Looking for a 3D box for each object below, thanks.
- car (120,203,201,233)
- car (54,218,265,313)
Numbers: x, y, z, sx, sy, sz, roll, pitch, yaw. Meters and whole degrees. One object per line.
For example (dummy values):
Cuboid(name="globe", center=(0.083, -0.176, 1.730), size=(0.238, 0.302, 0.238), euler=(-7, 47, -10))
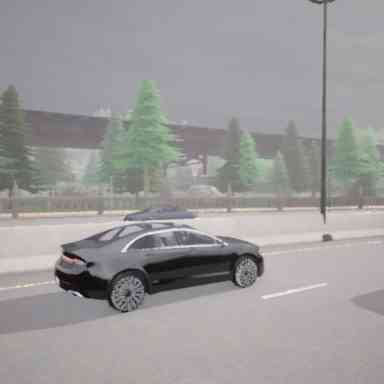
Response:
Cuboid(name="car", center=(-1.785, 1.421, 19.212), size=(4.181, 1.385, 1.994), euler=(0, 0, -30))
Cuboid(name="car", center=(-0.478, 1.436, 7.529), size=(4.902, 1.511, 2.128), euler=(0, 0, -33))
